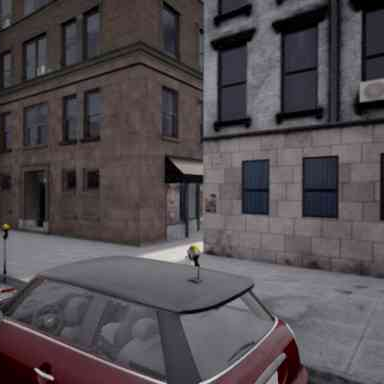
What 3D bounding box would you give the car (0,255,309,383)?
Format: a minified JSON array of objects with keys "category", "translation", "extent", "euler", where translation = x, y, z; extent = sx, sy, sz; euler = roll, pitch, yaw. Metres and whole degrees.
[{"category":"car","translation":[-1.016,1.428,3.524],"extent":[4.097,1.590,1.967],"euler":[0,0,35]}]
